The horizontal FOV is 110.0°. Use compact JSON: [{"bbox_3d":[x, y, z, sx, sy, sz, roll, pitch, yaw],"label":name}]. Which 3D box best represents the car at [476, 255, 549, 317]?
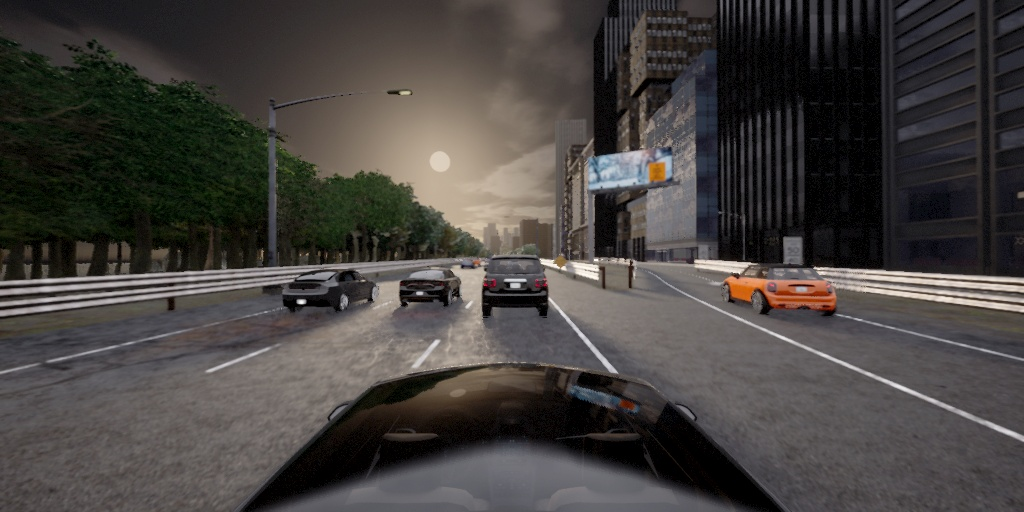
[{"bbox_3d":[0.101,0.968,13.322,2.150,2.045,5.566,0,0,0],"label":"car"}]

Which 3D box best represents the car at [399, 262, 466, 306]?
[{"bbox_3d":[-3.399,1.222,15.683,1.882,1.535,5.008,0,0,0],"label":"car"}]

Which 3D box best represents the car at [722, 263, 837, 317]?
[{"bbox_3d":[9.589,1.062,13.331,2.097,1.767,4.553,0,0,13],"label":"car"}]

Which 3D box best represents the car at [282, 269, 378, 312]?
[{"bbox_3d":[-6.896,1.251,14.165,1.837,1.490,4.892,0,0,0],"label":"car"}]

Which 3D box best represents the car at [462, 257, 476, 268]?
[{"bbox_3d":[-6.988,1.222,56.951,1.994,1.385,4.181,0,0,0],"label":"car"}]

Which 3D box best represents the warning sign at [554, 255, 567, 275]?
[{"bbox_3d":[4.557,0.829,33.593,1.300,1.860,1.060,0,0,0],"label":"warning sign"}]

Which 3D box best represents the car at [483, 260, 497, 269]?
[{"bbox_3d":[-3.487,1.259,57.014,1.895,1.301,4.718,0,0,0],"label":"car"}]

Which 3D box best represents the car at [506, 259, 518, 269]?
[{"bbox_3d":[0.013,1.184,56.983,1.812,1.442,4.674,0,0,0],"label":"car"}]
